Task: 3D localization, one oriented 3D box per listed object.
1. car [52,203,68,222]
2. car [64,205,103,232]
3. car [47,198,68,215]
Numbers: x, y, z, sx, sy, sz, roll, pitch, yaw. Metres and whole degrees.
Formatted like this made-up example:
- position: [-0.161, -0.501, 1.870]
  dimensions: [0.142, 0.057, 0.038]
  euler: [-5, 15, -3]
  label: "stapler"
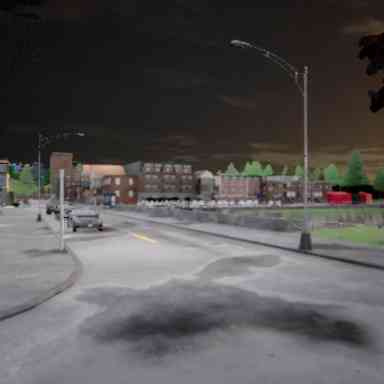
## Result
- position: [-11.812, 2.022, 31.473]
  dimensions: [1.895, 1.301, 4.718]
  euler: [0, -1, -27]
  label: "car"
- position: [-7.350, 1.829, 22.672]
  dimensions: [1.812, 1.442, 4.674]
  euler: [0, -1, -27]
  label: "car"
- position: [-16.764, 1.774, 41.358]
  dimensions: [2.150, 2.045, 5.566]
  euler: [0, -1, -26]
  label: "car"
